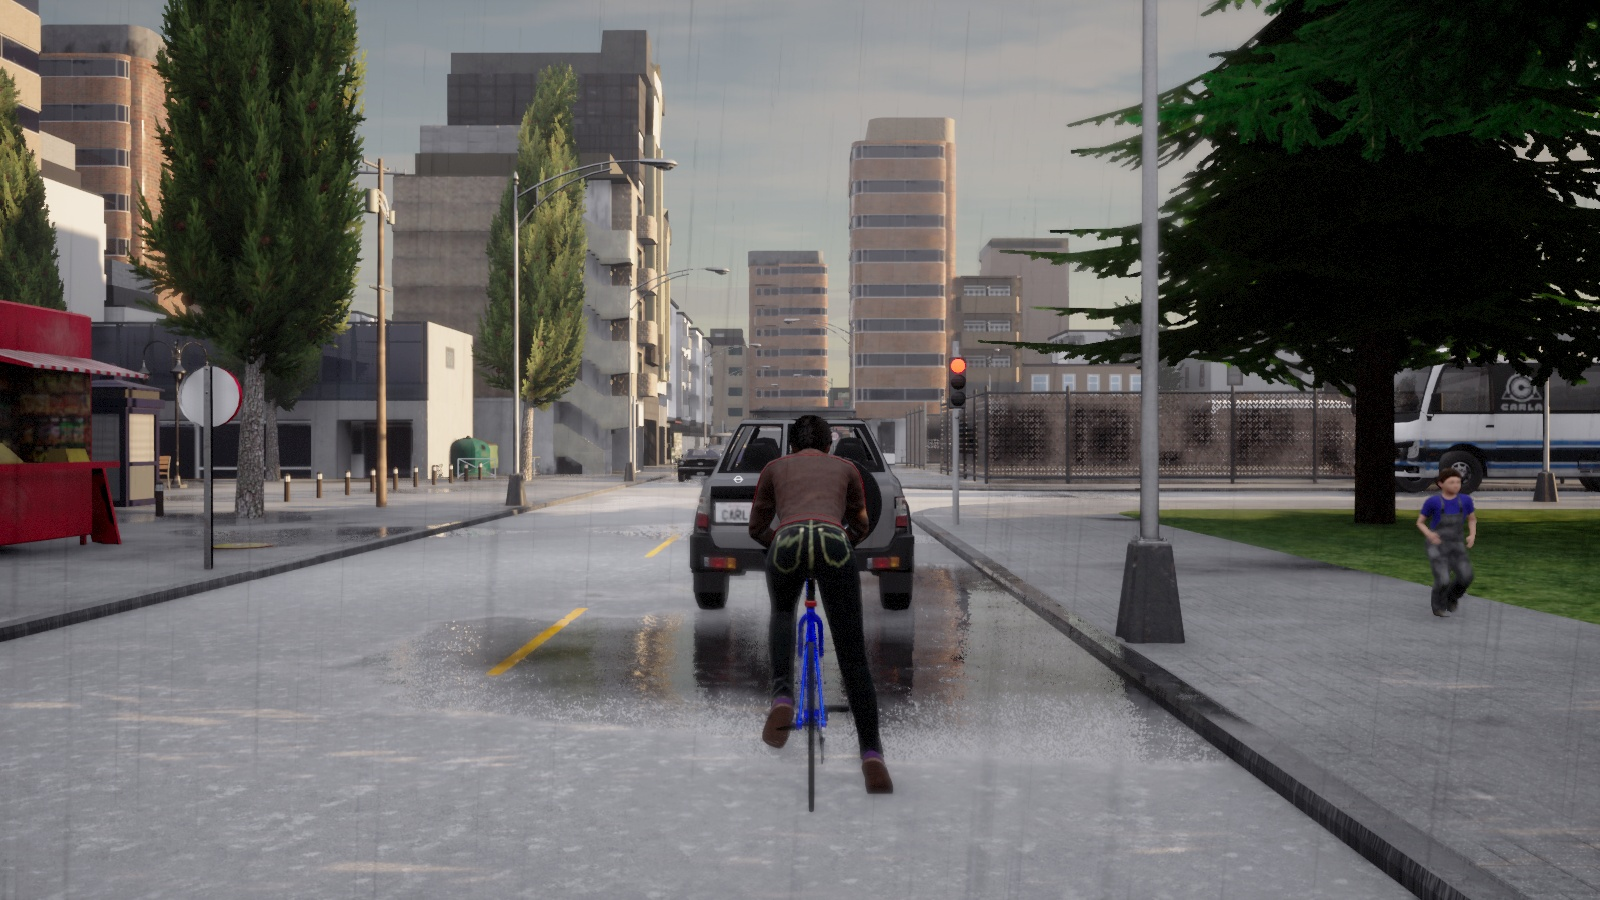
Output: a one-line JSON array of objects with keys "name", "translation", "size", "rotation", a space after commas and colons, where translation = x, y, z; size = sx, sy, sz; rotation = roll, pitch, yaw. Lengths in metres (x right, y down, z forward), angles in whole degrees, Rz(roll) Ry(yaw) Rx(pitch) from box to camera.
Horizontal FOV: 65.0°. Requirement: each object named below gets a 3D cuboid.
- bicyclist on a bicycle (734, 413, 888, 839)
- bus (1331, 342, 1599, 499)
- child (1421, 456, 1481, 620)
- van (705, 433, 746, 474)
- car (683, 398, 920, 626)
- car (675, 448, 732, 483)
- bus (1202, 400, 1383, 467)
[{"name": "bicyclist on a bicycle", "translation": [0.048, 0.668, 5.601], "size": [0.582, 1.620, 1.656], "rotation": [0, 0, 0]}, {"name": "bus", "translation": [21.274, -0.817, 36.157], "size": [10.273, 4.253, 3.944], "rotation": [0, 0, 0]}, {"name": "child", "translation": [5.145, 0.684, 9.939], "size": [0.270, 1.263, 0.437], "rotation": [0, 0, 5]}, {"name": "van", "translation": [-3.693, 0.142, 63.128], "size": [1.775, 1.987, 4.442], "rotation": [0, 0, 0]}, {"name": "car", "translation": [0.062, 0.493, 12.525], "size": [1.932, 1.855, 4.605], "rotation": [0, 0, 1]}, {"name": "car", "translation": [-3.753, 0.564, 49.609], "size": [1.895, 1.301, 4.718], "rotation": [0, 0, 0]}, {"name": "bus", "translation": [31.817, -1.065, 81.548], "size": [10.273, 4.253, 3.944], "rotation": [0, 0, 4]}]
